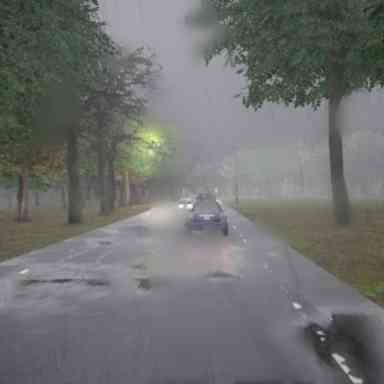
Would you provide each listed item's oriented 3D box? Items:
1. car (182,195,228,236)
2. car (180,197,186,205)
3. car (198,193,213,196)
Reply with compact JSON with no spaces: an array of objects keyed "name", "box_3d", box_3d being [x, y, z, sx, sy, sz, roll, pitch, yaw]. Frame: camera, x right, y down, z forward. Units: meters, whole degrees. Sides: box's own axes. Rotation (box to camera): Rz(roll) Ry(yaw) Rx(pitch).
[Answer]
[{"name":"car","box_3d":[0.807,1.275,18.256,2.097,1.767,4.553,-1,0,2]},{"name":"car","box_3d":[-1.150,1.506,58.997,1.895,1.301,4.718,-1,0,2]},{"name":"car","box_3d":[1.559,1.096,37.099,2.150,2.045,5.566,-1,0,2]}]
